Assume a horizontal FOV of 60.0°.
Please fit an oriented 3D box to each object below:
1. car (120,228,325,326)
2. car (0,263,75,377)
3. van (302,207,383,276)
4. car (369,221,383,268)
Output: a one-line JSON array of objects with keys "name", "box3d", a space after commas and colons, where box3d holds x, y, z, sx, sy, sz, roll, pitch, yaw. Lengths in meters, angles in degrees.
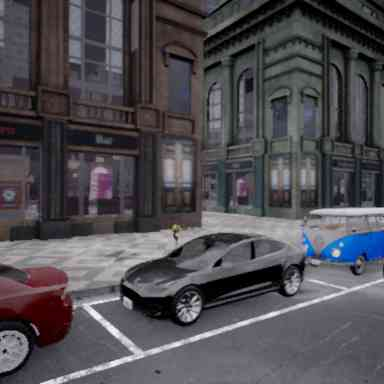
[{"name": "car", "box3d": [0.647, 1.587, 7.111, 4.313, 1.339, 1.947, 0, 0, -36]}, {"name": "car", "box3d": [-3.782, 1.541, 3.950, 4.507, 1.381, 1.887, 0, 0, -36]}, {"name": "van", "box3d": [5.077, 1.387, 10.272, 3.998, 1.788, 1.690, 0, 0, -36]}, {"name": "car", "box3d": [6.560, 1.523, 8.050, 5.008, 1.535, 1.882, 1, 0, -35]}]
